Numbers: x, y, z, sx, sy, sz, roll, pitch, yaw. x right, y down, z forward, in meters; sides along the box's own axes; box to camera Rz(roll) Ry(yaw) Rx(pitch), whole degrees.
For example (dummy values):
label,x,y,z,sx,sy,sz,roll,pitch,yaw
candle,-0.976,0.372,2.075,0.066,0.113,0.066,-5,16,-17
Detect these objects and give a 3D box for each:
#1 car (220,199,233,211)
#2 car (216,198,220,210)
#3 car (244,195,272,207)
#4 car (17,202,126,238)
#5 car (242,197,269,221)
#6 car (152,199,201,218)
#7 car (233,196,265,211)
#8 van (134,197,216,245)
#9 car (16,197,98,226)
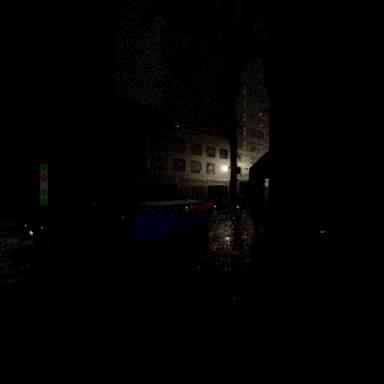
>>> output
label,x,y,z,sx,sy,sz,roll,pitch,yaw
car,2.007,1.310,33.684,1.947,1.339,4.313,1,1,35
car,-0.061,1.183,26.194,2.097,1.767,4.553,0,1,35
car,8.510,1.172,42.824,1.947,1.339,4.313,1,1,35
car,-6.030,1.504,17.801,2.033,1.411,5.357,0,1,36
car,5.701,1.356,24.170,2.008,1.369,4.403,1,1,35
car,-1.245,1.358,29.113,1.887,1.381,4.507,1,1,35
car,5.927,1.196,34.597,2.128,1.511,4.902,0,1,36
van,-0.801,1.283,15.027,1.690,1.788,3.998,1,1,35
car,-7.747,1.265,19.968,2.192,1.841,5.009,1,1,35
